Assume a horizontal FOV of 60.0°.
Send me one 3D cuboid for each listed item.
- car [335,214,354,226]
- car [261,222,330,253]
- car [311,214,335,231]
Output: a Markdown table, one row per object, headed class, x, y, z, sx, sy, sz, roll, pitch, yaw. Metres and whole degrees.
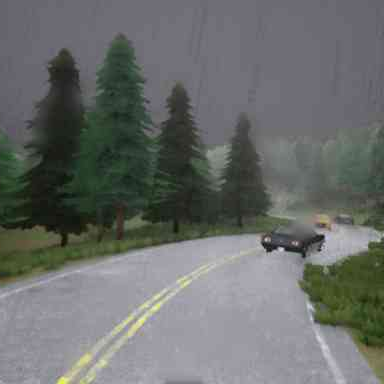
| class | x | y | z | sx | sy | sz | roll | pitch | yaw |
| --- | --- | --- | --- | --- | --- | --- | --- | --- | --- |
| car | 20.064 | 3.659 | 44.467 | 1.882 | 1.535 | 5.008 | 2 | -2 | 11 |
| car | 5.046 | 2.278 | 16.081 | 1.895 | 1.301 | 4.718 | 3 | -1 | 33 |
| car | 13.231 | 3.043 | 33.873 | 1.882 | 1.535 | 5.008 | 3 | -2 | 24 |
